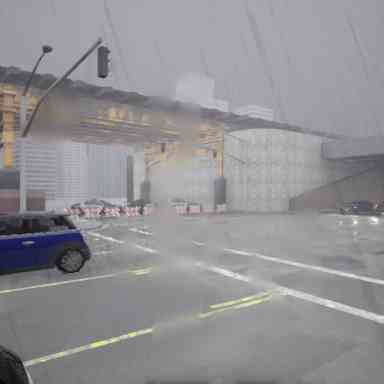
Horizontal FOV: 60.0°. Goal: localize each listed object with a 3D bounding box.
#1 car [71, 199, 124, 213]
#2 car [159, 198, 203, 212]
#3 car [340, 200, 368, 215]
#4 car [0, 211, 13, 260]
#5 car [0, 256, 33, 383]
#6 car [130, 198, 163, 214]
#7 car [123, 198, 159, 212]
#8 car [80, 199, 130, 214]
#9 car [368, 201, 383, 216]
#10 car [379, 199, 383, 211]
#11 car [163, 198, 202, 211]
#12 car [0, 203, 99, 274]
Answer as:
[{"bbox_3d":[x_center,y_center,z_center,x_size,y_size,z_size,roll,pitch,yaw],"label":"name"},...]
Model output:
[{"bbox_3d":[-9.046,1.295,32.085,4.536,1.218,1.853,0,0,8],"label":"car"},{"bbox_3d":[-1.351,1.453,38.536,4.974,1.542,2.038,0,0,-7],"label":"car"},{"bbox_3d":[17.188,1.526,34.377,4.674,1.442,1.812,0,0,-37],"label":"car"},{"bbox_3d":[-8.679,1.491,10.710,4.902,1.511,2.128,0,0,-36],"label":"car"},{"bbox_3d":[-3.331,1.492,1.395,4.902,1.511,2.128,0,0,-35],"label":"car"},{"bbox_3d":[-5.255,1.453,34.770,2.038,1.542,4.974,0,0,18],"label":"car"},{"bbox_3d":[-5.239,1.295,34.819,1.853,1.218,4.536,0,0,18],"label":"car"},{"bbox_3d":[-8.995,1.453,32.078,4.974,1.542,2.038,0,0,8],"label":"car"},{"bbox_3d":[18.967,1.352,31.332,4.553,1.767,2.097,0,0,-37],"label":"car"},{"bbox_3d":[24.889,1.547,40.187,5.357,1.411,2.033,0,0,-37],"label":"car"},{"bbox_3d":[-1.403,1.295,38.530,4.536,1.218,1.853,0,0,-7],"label":"car"},{"bbox_3d":[-5.177,1.352,8.935,4.553,1.767,2.097,0,0,-36],"label":"car"}]
